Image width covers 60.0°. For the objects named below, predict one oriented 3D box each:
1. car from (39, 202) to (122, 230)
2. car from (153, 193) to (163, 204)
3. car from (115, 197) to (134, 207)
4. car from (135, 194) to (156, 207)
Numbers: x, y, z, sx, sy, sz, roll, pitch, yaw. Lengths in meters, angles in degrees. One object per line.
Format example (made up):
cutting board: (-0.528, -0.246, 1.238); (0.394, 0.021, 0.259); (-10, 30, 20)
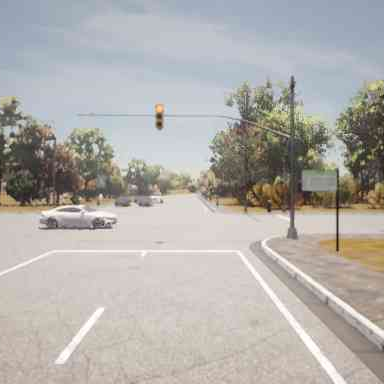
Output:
car: (-7.057, 1.543, 20.751); (4.674, 1.442, 1.812); (0, 0, 3)
car: (-6.998, 1.250, 66.462); (2.150, 2.045, 5.566); (0, 0, 0)
car: (-10.574, 1.526, 50.810); (1.837, 1.490, 4.892); (0, 0, 0)
car: (-7.076, 1.526, 50.831); (1.837, 1.490, 4.892); (0, 0, 0)
